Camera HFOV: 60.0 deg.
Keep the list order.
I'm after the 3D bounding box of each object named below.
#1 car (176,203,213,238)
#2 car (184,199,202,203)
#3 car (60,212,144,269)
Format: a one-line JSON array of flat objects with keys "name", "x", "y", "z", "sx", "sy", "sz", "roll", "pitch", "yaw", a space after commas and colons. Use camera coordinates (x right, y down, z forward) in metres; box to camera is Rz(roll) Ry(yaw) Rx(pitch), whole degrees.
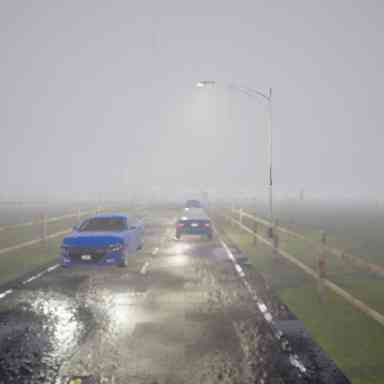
[{"name": "car", "x": 0.099, "y": 1.560, "z": 17.732, "sx": 2.033, "sy": 1.411, "sz": 5.357, "roll": 0, "pitch": 0, "yaw": 0}, {"name": "car", "x": 0.105, "y": 1.511, "z": 36.696, "sx": 1.882, "sy": 1.535, "sz": 5.008, "roll": 0, "pitch": 0, "yaw": 0}, {"name": "car", "x": -2.848, "y": 1.484, "z": 11.437, "sx": 1.882, "sy": 1.535, "sz": 5.008, "roll": 0, "pitch": 0, "yaw": 0}]
